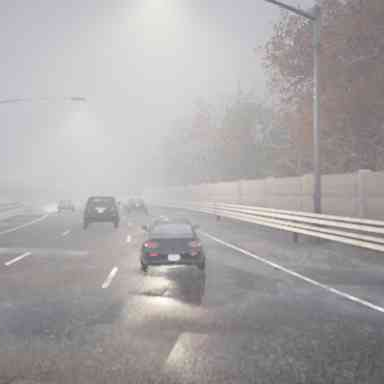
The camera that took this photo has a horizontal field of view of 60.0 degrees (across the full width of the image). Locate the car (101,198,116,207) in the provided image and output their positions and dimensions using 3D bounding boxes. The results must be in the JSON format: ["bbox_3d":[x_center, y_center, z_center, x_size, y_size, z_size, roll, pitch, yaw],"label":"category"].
[{"bbox_3d":[-13.936,1.660,55.443,1.895,1.301,4.718,0,0,-21],"label":"car"}]

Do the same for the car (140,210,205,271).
[{"bbox_3d":[-0.681,1.530,10.901,1.812,1.442,4.674,0,0,-5],"label":"car"}]

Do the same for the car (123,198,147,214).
[{"bbox_3d":[-6.141,1.380,35.399,2.097,1.767,4.553,0,0,-18],"label":"car"}]

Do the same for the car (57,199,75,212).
[{"bbox_3d":[-15.486,1.608,40.819,2.033,1.411,5.357,0,0,-24],"label":"car"}]

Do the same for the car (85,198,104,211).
[{"bbox_3d":[-12.714,1.530,43.085,1.882,1.535,5.008,0,0,-23],"label":"car"}]

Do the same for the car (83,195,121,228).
[{"bbox_3d":[-6.064,1.247,22.601,2.150,2.045,5.566,0,0,-13],"label":"car"}]
